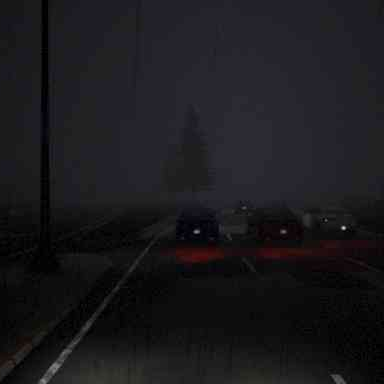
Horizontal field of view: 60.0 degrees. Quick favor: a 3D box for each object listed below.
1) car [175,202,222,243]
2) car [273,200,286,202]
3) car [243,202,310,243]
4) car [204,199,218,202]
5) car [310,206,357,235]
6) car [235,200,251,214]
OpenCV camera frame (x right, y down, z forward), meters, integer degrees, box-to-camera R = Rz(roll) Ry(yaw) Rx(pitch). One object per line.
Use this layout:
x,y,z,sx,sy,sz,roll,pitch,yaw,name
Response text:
0.305,1.450,15.900,1.882,1.535,5.008,0,0,3,car
8.937,1.505,34.099,1.994,1.385,4.181,0,0,9,car
3.804,1.450,15.894,1.882,1.535,5.008,0,0,3,car
1.942,1.465,34.590,1.812,1.442,4.674,0,0,9,car
7.420,1.494,18.322,1.812,1.442,4.674,0,0,3,car
5.392,1.505,34.023,1.994,1.385,4.181,0,0,9,car
